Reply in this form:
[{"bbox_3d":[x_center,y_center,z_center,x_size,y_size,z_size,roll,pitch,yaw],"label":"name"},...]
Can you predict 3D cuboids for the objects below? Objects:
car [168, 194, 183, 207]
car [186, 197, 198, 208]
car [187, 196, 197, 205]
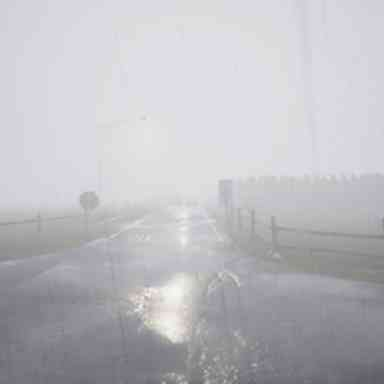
[{"bbox_3d":[-2.749,1.340,55.550,2.150,2.045,5.566,-1,0,0],"label":"car"},{"bbox_3d":[0.003,1.689,51.438,1.895,1.301,4.718,-1,0,0],"label":"car"},{"bbox_3d":[0.005,1.606,61.414,1.837,1.490,4.892,-1,0,0],"label":"car"}]
